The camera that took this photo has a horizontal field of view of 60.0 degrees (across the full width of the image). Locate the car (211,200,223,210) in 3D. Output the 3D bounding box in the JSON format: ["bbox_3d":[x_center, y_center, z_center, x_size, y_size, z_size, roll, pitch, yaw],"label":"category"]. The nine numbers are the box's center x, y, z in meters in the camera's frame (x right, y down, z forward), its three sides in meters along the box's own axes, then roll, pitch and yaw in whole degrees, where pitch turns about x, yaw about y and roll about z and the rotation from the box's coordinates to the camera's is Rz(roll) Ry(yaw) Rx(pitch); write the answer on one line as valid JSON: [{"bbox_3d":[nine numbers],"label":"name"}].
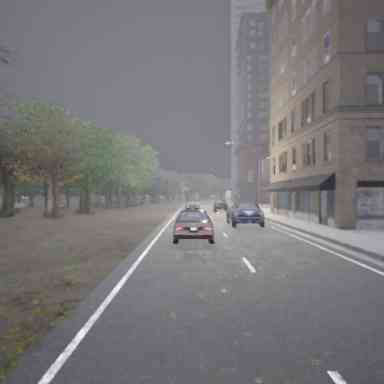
[{"bbox_3d":[3.615,1.775,42.393,1.837,1.490,4.892,0,-1,0],"label":"car"}]

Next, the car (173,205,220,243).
[{"bbox_3d":[0.084,1.567,16.145,2.033,1.411,5.357,0,0,0],"label":"car"}]

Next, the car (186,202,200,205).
[{"bbox_3d":[0.099,1.873,42.519,1.895,1.301,4.718,0,-1,0],"label":"car"}]

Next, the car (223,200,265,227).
[{"bbox_3d":[3.609,1.409,23.168,2.097,1.767,4.553,0,0,0],"label":"car"}]
